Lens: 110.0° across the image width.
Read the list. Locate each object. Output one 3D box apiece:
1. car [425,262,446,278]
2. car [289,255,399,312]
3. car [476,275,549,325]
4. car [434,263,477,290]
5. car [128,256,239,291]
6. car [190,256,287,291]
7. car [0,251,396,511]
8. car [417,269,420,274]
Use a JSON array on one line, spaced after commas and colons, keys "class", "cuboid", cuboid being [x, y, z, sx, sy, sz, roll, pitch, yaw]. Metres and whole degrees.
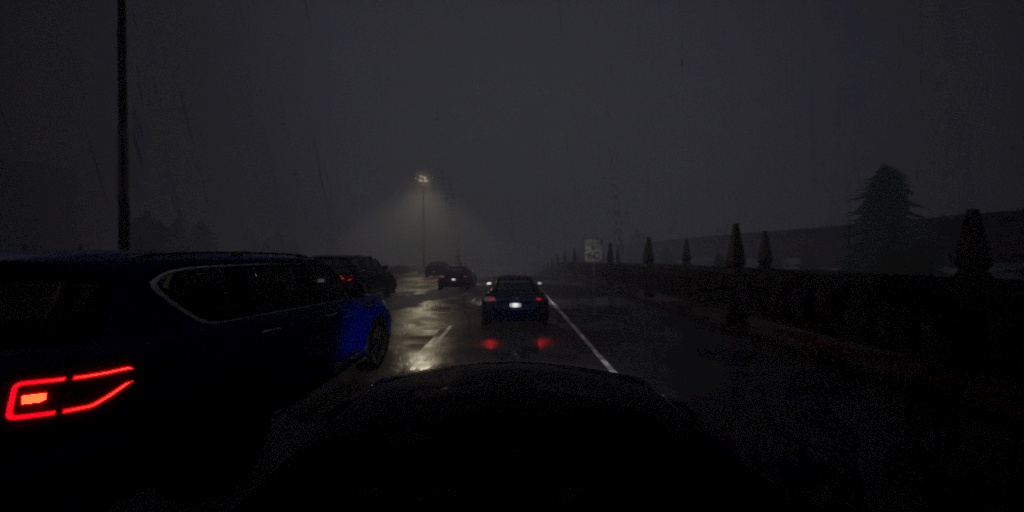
[{"class": "car", "cuboid": [-6.902, 1.274, 34.173, 1.882, 1.535, 5.008, 0, 0, 0]}, {"class": "car", "cuboid": [-6.900, 0.990, 15.631, 2.150, 2.045, 5.566, 0, 0, 0]}, {"class": "car", "cuboid": [0.095, 1.326, 11.872, 1.994, 1.385, 4.181, 0, 0, 0]}, {"class": "car", "cuboid": [-3.400, 1.340, 22.838, 1.994, 1.385, 4.181, 0, 0, 0]}, {"class": "car", "cuboid": [-21.100, 1.005, 23.471, 2.150, 2.045, 5.566, 0, 0, 0]}, {"class": "car", "cuboid": [-17.599, 1.004, 23.582, 2.150, 2.045, 5.566, 0, 0, 0]}, {"class": "car", "cuboid": [-3.406, 0.976, 4.585, 2.150, 2.045, 5.566, 0, 0, 0]}, {"class": "car", "cuboid": [-17.530, 2.878, 63.116, 2.097, 1.767, 4.553, 0, -6, 0]}]
